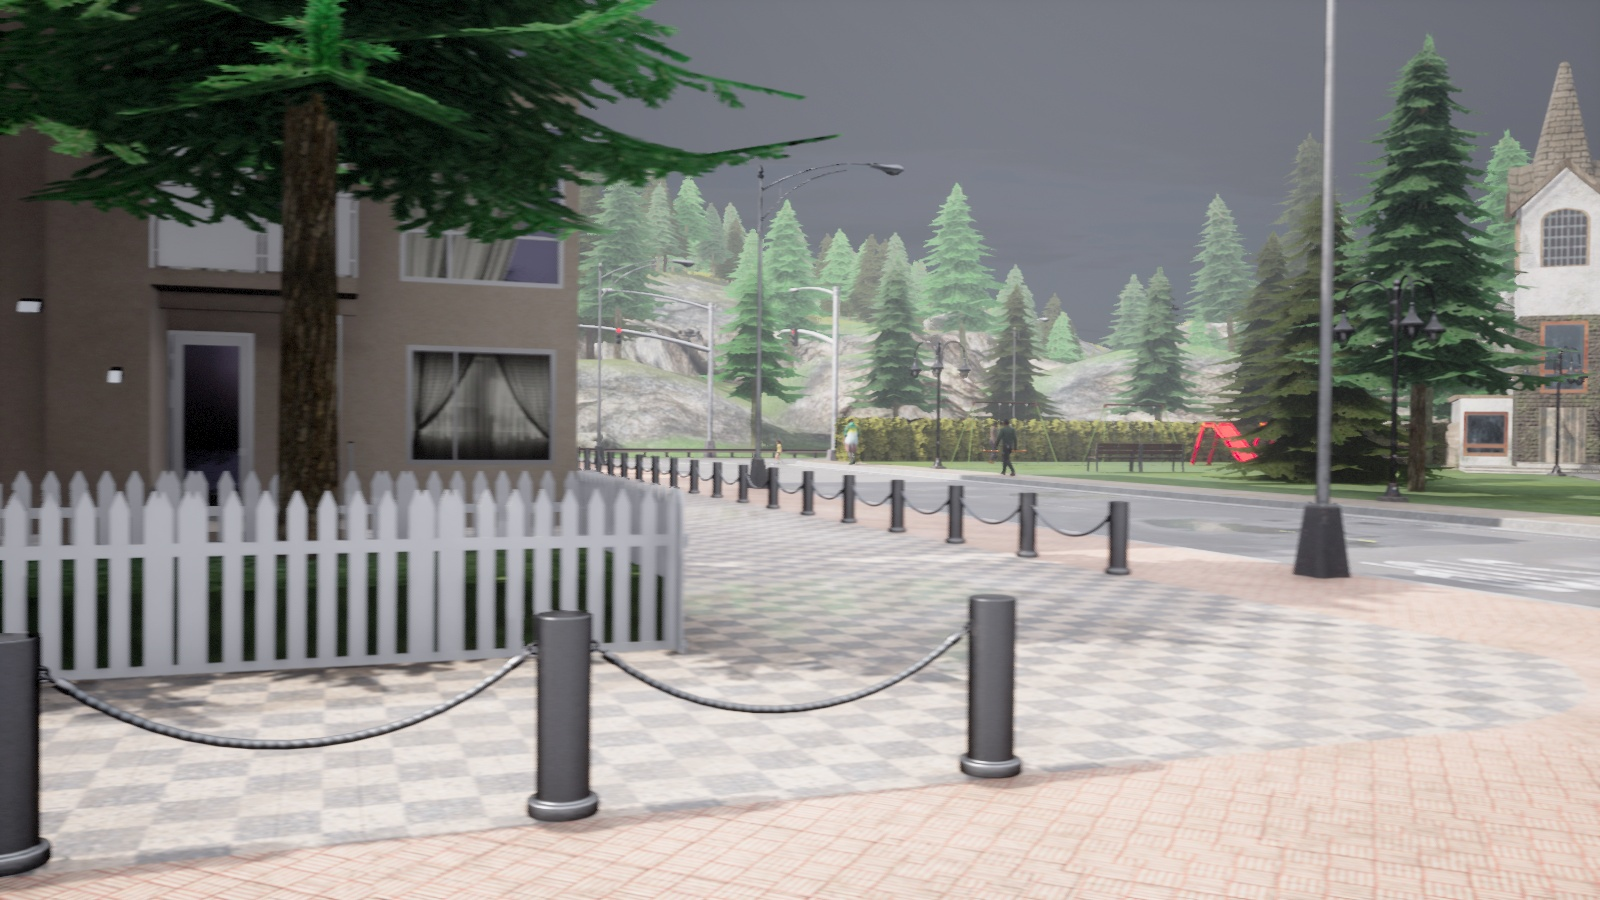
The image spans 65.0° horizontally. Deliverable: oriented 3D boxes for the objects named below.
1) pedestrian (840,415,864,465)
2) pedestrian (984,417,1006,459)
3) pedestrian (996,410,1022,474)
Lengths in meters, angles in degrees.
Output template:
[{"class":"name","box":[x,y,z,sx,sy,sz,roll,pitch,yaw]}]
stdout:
[{"class":"pedestrian","box":[2.050,-0.386,49.593,0.659,1.952,0.873,-1,1,-21]},{"class":"pedestrian","box":[8.326,-0.519,53.603,0.869,1.805,0.328,0,1,13]},{"class":"pedestrian","box":[6.430,-0.256,38.693,0.423,1.949,0.788,-1,1,-21]}]
